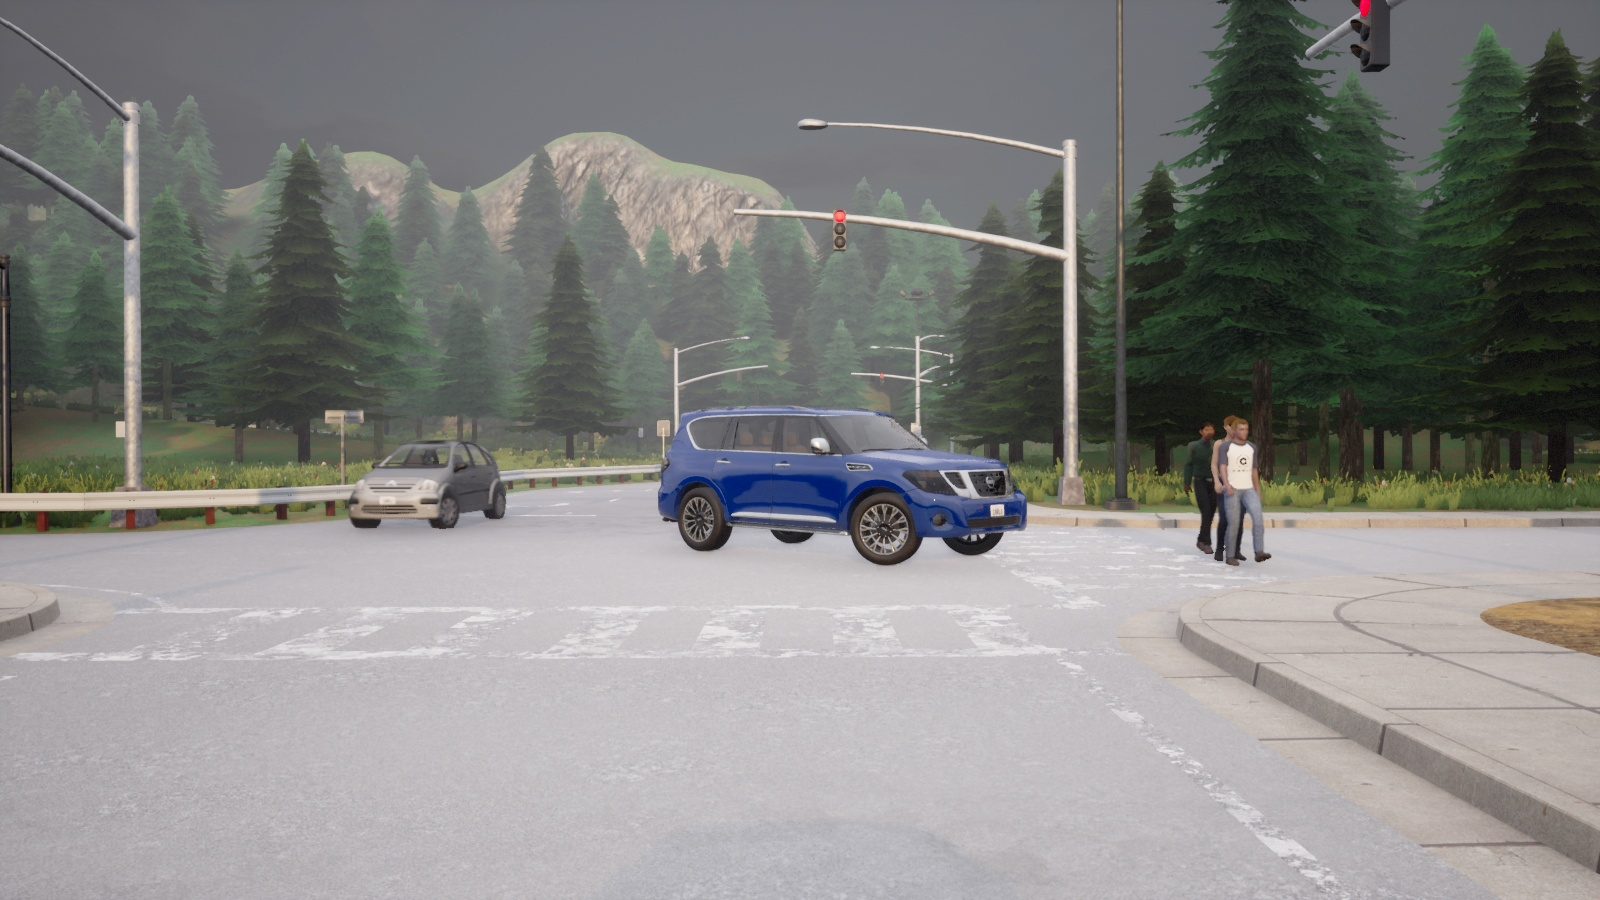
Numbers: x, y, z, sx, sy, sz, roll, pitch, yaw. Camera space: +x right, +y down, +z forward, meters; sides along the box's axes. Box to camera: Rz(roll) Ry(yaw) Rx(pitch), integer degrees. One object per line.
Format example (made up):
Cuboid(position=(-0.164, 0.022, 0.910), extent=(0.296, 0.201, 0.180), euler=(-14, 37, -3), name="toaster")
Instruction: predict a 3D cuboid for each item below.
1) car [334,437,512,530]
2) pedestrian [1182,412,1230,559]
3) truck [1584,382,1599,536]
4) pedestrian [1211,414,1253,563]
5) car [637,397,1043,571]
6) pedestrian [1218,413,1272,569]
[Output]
Cuboid(position=(-7.058, 0.566, 23.963), extent=(1.851, 1.617, 3.988), euler=(0, 1, 6), name="car")
Cuboid(position=(5.520, 0.470, 17.093), extent=(0.423, 1.949, 0.788), euler=(0, 0, 2), name="pedestrian")
Cuboid(position=(15.398, 0.143, 19.160), extent=(5.204, 2.467, 2.627), euler=(0, 0, 1), name="truck")
Cuboid(position=(5.434, 0.476, 15.802), extent=(0.345, 1.836, 0.594), euler=(0, 0, 3), name="pedestrian")
Cuboid(position=(0.378, 0.397, 17.443), extent=(5.566, 2.045, 2.150), euler=(0, 0, 42), name="car")
Cuboid(position=(5.334, 0.479, 15.082), extent=(0.354, 1.836, 0.706), euler=(0, 0, -4), name="pedestrian")
